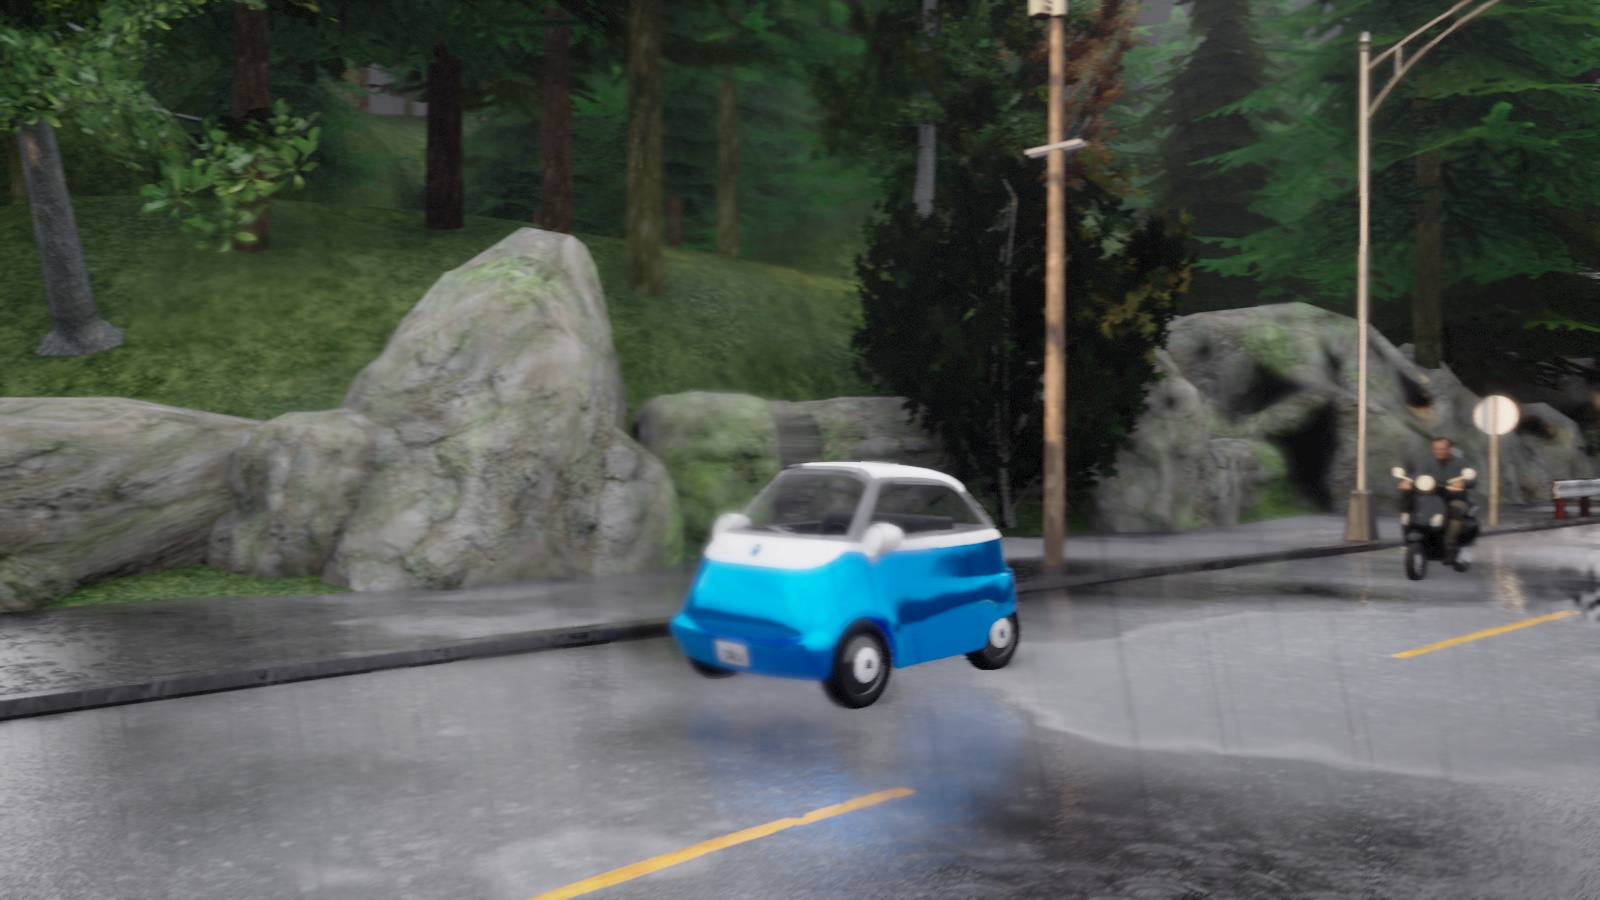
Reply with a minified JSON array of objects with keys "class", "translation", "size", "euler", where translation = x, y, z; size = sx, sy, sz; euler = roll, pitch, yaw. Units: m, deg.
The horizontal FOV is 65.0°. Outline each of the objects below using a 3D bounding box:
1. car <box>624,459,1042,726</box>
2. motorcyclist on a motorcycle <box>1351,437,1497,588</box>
[{"class":"car","translation":[0.247,0.754,7.853],"size":[2.207,1.376,1.481],"euler":[1,0,-44]},{"class":"motorcyclist on a motorcycle","translation":[7.066,0.659,14.188],"size":[1.817,1.590,0.866],"euler":[0,0,-43]}]
